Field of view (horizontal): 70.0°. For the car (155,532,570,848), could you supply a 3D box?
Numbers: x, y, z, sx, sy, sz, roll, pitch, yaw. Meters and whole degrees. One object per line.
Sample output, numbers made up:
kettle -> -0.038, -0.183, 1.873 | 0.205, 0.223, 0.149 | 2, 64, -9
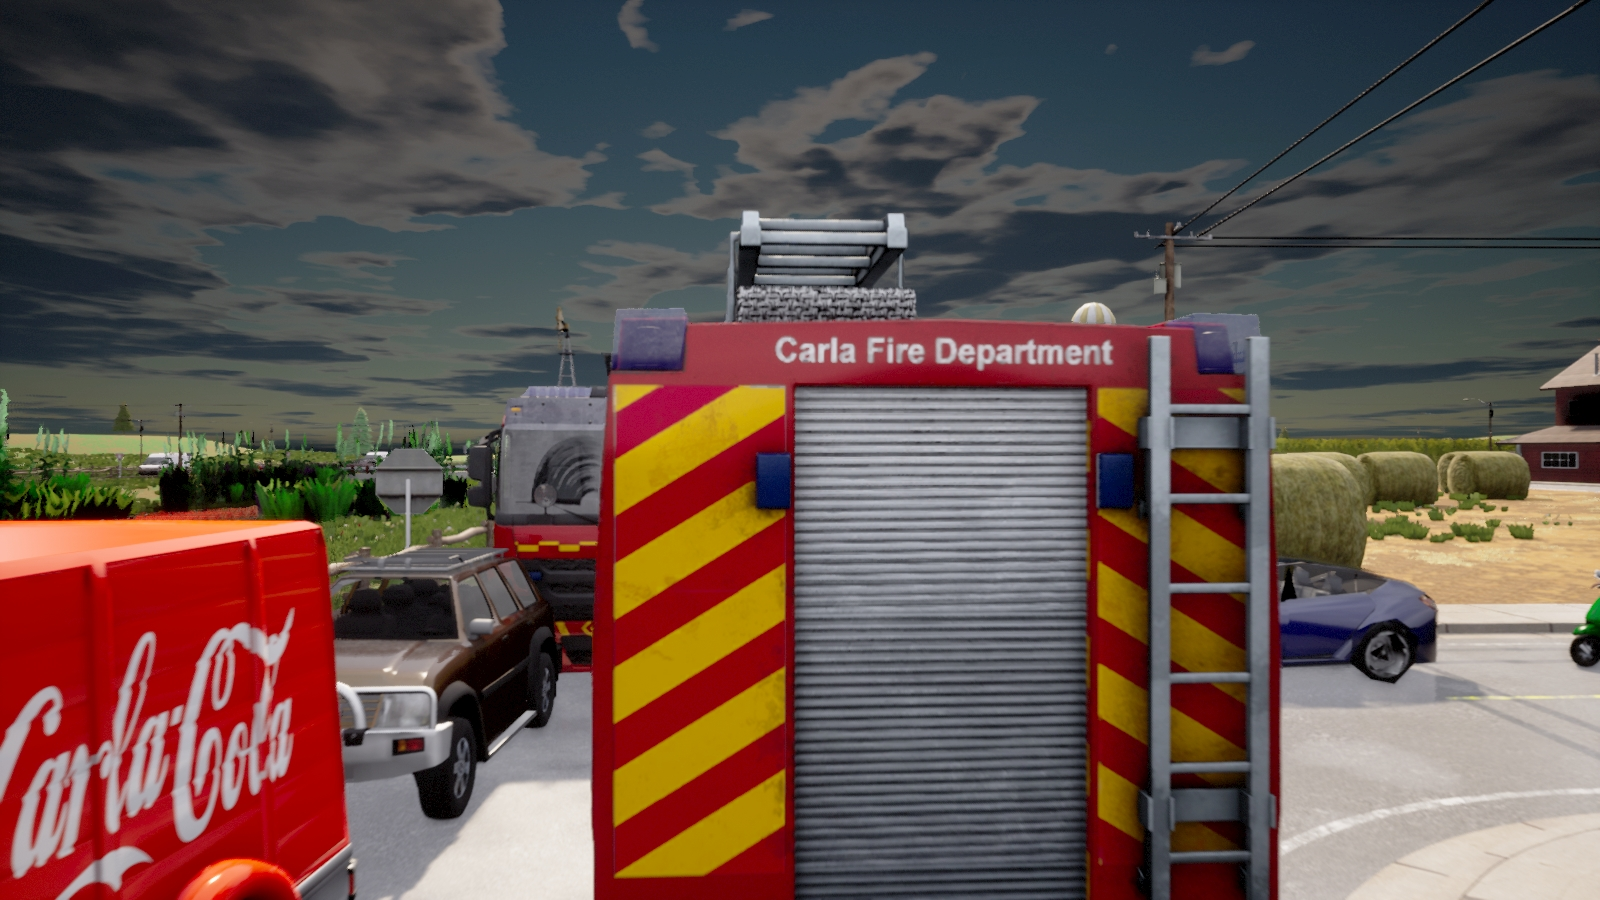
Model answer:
car -> -3.492, 1.827, 10.210 | 1.932, 1.855, 4.605 | 0, 0, 0

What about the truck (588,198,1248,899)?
truck -> 0.249, 0.862, 9.185 | 2.891, 3.827, 8.468 | 0, 0, -4

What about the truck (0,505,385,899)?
truck -> -3.506, 1.530, 3.408 | 2.627, 2.467, 5.204 | 0, 0, 0

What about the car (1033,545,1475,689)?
car -> 5.636, 2.059, 14.621 | 4.792, 1.488, 2.163 | 0, 0, -4

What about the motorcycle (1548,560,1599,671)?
motorcycle -> 10.974, 2.141, 14.961 | 1.805, 1.316, 0.856 | 0, 0, -3

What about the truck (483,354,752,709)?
truck -> -2.639, 0.860, 16.709 | 2.891, 3.827, 8.468 | 0, 0, -9
